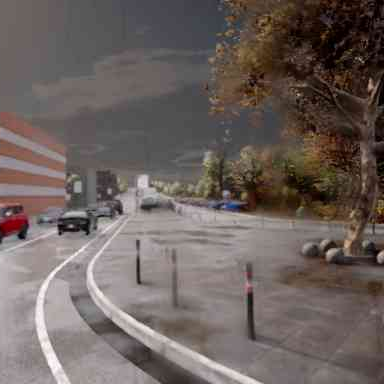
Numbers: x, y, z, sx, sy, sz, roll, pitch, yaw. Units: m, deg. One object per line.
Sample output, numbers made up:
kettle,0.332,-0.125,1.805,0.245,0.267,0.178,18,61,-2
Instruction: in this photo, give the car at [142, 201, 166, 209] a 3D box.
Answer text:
car,-7.546,2.592,65.870,4.674,1.452,2.002,0,-1,-9

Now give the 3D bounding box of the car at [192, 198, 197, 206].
car,3.121,2.773,79.159,5.008,1.535,2.097,0,-1,-9

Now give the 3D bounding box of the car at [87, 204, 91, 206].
car,-14.781,2.430,49.655,2.033,1.411,5.357,0,-1,-8

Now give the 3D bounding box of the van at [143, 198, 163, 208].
van,-8.724,2.443,74.269,4.442,1.987,1.878,0,-1,-9

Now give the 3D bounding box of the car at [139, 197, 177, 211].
car,-5.840,2.136,54.702,5.566,2.045,2.435,0,-1,-9

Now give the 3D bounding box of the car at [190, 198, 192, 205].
car,2.680,2.812,81.947,5.008,1.535,2.097,0,-1,-9

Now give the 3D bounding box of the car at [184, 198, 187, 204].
car,0.982,2.966,92.986,4.892,1.521,2.231,0,-1,-9

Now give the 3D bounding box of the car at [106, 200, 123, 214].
car,-11.206,2.088,47.740,2.150,2.045,5.566,0,-1,-8

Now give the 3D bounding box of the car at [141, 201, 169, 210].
car,-6.683,2.472,60.287,5.008,1.535,2.097,0,-1,-9

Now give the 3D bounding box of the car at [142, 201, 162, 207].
car,-9.276,2.747,77.039,4.674,1.452,2.002,0,-1,-9

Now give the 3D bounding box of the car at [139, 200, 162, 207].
car,-10.321,2.780,82.596,5.366,1.575,1.946,0,-1,-9

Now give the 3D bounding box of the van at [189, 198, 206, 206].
van,1.523,2.701,90.214,4.442,1.987,1.878,0,-1,-9

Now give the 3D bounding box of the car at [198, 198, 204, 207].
car,4.428,2.656,70.664,5.008,1.535,2.097,0,-1,-9

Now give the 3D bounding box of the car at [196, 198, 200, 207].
car,3.996,2.694,73.454,5.008,1.535,2.097,0,-1,-9

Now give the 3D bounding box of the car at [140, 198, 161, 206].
car,-11.407,2.649,91.009,5.566,2.045,2.435,0,-1,-9

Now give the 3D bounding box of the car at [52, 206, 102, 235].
car,-7.535,1.947,22.235,1.882,1.535,5.008,0,-1,-8

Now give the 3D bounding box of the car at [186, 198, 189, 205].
car,1.826,2.890,87.528,5.008,1.535,2.097,0,-1,-9

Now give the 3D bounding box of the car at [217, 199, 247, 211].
car,6.970,2.276,53.908,4.553,1.767,2.185,0,0,-9

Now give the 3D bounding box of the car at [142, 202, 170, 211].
car,-6.248,2.470,57.493,4.674,1.452,2.002,0,-1,-9

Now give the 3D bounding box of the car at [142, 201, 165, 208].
car,-7.973,2.631,68.664,4.674,1.452,2.002,0,-1,-9

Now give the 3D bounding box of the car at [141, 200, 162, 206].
car,-10.820,2.860,88.237,5.366,1.575,1.946,0,-1,-9

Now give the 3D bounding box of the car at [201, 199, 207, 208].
car,4.861,2.618,67.873,4.892,1.521,2.231,0,-1,-9

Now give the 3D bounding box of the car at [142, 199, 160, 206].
car,-10.539,2.698,85.423,4.553,1.767,2.185,0,-1,-9

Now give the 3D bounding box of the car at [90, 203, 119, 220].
car,-9.540,2.244,36.630,2.033,1.411,5.357,0,-1,-8

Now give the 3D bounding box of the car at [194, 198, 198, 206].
car,3.597,2.763,76.249,4.792,1.488,2.163,0,-1,-9

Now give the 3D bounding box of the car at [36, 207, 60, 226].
car,-11.931,2.056,28.888,2.128,1.511,4.902,0,-1,-8

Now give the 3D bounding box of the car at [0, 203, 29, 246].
car,-10.337,1.603,17.257,2.150,2.045,5.566,0,-1,-8

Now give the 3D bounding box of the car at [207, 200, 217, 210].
car,6.120,2.246,59.626,5.566,2.045,2.435,0,-1,-9
